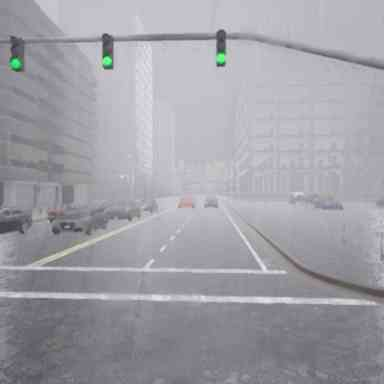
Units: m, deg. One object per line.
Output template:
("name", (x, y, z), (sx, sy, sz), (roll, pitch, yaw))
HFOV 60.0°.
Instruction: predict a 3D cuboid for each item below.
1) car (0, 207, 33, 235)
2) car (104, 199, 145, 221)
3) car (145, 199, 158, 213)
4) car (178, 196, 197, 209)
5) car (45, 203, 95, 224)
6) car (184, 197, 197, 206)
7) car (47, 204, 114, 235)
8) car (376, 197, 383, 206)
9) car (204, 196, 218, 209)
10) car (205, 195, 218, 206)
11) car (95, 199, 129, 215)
("car", (-9.828, 1.502, 16.431), (2.128, 1.511, 4.902), (0, 0, 4))
("car", (-5.628, 1.371, 27.466), (2.097, 1.767, 4.553), (0, 0, 4))
("car", (-4.997, 1.518, 37.330), (2.128, 1.511, 4.902), (0, 0, 4))
("car", (-0.689, 1.387, 47.107), (2.097, 1.767, 4.553), (0, 0, 4))
("car", (-9.248, 1.618, 25.681), (1.895, 1.301, 4.718), (0, 0, 4))
("car", (-0.212, 1.546, 56.227), (1.837, 1.490, 4.892), (0, 0, 4))
("car", (-6.174, 1.577, 18.781), (1.994, 1.385, 4.181), (0, 0, 4))
("car", (28.358, 1.436, 48.037), (1.970, 1.475, 3.806), (0, 0, 4))
("car", (2.722, 1.636, 47.172), (1.895, 1.301, 4.718), (0, 0, 4))
("car", (3.268, 1.394, 55.884), (2.097, 1.767, 4.553), (0, 0, 4))
("car", (-8.580, 1.572, 36.200), (2.033, 1.411, 5.357), (0, 0, 4))
